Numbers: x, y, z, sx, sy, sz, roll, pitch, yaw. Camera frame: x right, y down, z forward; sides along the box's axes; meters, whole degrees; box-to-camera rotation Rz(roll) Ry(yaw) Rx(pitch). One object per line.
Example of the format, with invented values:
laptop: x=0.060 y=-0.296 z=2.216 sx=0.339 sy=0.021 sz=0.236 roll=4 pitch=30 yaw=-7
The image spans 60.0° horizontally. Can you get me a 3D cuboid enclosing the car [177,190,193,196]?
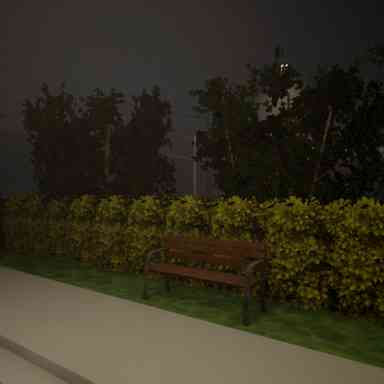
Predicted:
car: x=-2.649 y=0.735 z=58.077 sx=2.150 sy=2.045 sz=5.566 roll=0 pitch=2 yaw=35

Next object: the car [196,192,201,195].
car: x=0.603 y=0.735 z=68.715 sx=1.882 sy=1.535 sz=5.008 roll=0 pitch=1 yaw=35

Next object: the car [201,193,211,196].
car: x=4.495 y=0.707 z=68.188 sx=1.882 sy=1.535 sz=5.008 roll=0 pitch=1 yaw=35
